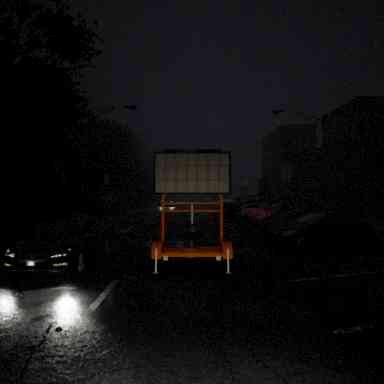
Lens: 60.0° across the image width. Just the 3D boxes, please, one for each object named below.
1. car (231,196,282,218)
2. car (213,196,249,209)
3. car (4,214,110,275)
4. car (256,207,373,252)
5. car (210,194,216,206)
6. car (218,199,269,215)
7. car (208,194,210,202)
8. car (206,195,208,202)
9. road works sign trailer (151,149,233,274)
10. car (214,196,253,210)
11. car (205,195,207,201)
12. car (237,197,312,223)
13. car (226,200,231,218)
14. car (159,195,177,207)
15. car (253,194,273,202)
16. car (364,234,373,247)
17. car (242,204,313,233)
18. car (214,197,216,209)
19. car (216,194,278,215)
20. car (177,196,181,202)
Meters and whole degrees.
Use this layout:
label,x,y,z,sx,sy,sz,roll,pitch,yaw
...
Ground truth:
label,x,y,z,sx,sy,sz,roll,pitch,yaw
car,5.384,1.369,22.821,4.553,1.767,2.185,1,0,-20
car,5.430,1.424,46.828,4.553,1.767,2.185,1,0,-20
car,-3.940,1.506,10.556,1.837,1.490,4.892,0,0,0
car,5.322,1.528,13.808,4.674,1.452,2.002,1,0,-20
car,5.398,1.271,37.813,5.566,2.045,2.435,1,0,-20
car,5.377,1.545,34.811,4.792,1.488,2.163,1,0,-20
car,5.518,1.447,52.845,4.553,1.767,2.185,1,0,-20
car,5.486,1.584,55.848,5.008,1.535,2.097,1,-1,-20
road works sign trailer,0.007,0.465,10.537,2.380,3.560,2.880,0,0,0
car,5.417,1.414,43.827,4.553,1.767,2.185,1,0,-20
car,5.536,1.392,70.886,5.566,2.045,2.435,1,0,-20
car,5.372,1.366,19.820,4.553,1.767,2.185,1,0,-20
car,5.360,1.539,25.818,4.674,1.452,2.002,1,0,-20
car,-4.014,1.439,52.988,2.097,1.767,4.553,0,0,0
car,18.531,1.464,86.853,2.435,2.045,5.566,0,0,-21
car,5.313,1.487,4.808,4.892,1.521,2.231,1,0,-20
car,5.301,1.518,16.800,4.792,1.488,2.163,1,0,-20
car,5.217,1.503,31.754,5.366,1.575,1.946,1,0,-20
car,5.367,1.252,28.796,5.566,2.045,2.435,1,0,-20
car,-3.722,1.677,81.298,1.882,1.535,5.008,0,0,2
